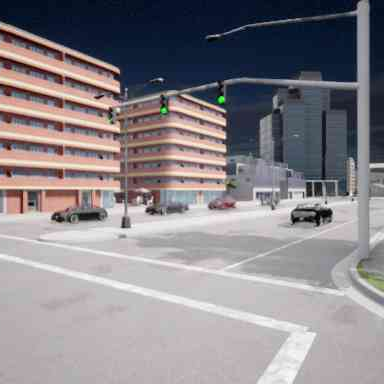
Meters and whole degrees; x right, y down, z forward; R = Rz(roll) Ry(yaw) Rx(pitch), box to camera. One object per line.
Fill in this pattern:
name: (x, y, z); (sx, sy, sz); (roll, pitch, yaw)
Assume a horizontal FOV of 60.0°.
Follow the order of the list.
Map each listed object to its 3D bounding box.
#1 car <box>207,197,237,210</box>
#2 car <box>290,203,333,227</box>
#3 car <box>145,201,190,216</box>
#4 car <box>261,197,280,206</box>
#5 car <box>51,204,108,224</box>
car: (3.858, 1.388, 42.620); (2.097, 1.767, 4.553); (0, 0, 36)
car: (8.360, 1.502, 23.008); (2.128, 1.511, 4.902); (0, 0, 36)
car: (-2.412, 1.584, 33.897); (2.033, 1.411, 5.357); (0, 0, 36)
car: (13.079, 1.564, 55.315); (2.128, 1.511, 4.902); (0, 0, 36)
car: (-8.503, 1.601, 25.408); (1.994, 1.385, 4.181); (0, 0, 36)
